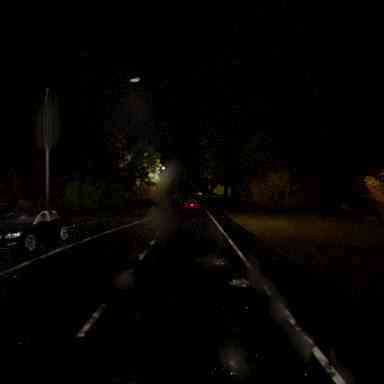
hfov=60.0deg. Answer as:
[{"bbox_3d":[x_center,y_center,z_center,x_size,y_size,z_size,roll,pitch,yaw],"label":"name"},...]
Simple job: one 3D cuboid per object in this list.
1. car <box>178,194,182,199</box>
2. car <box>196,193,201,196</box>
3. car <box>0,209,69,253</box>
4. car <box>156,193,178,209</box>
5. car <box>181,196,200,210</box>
[{"bbox_3d":[-3.491,1.359,89.630,2.128,1.511,4.902,0,0,0],"label":"car"},{"bbox_3d":[0.005,1.426,61.044,2.128,1.511,4.902,0,0,0],"label":"car"},{"bbox_3d":[-6.788,1.490,13.826,2.128,1.511,4.902,0,0,3],"label":"car"},{"bbox_3d":[-3.598,1.195,45.658,2.150,2.045,5.566,0,0,2],"label":"car"},{"bbox_3d":[0.004,1.532,41.772,1.994,1.385,4.181,0,0,0],"label":"car"}]
